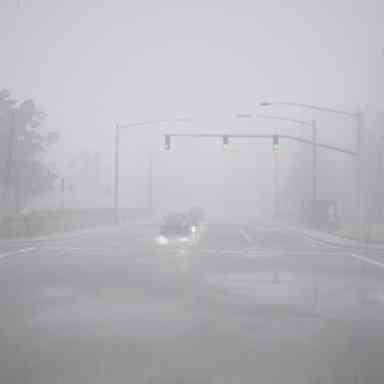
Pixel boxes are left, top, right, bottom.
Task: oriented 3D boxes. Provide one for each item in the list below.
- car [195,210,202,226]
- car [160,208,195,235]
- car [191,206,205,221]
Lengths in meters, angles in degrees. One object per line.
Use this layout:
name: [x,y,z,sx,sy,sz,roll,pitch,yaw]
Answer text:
car: [-0.322,3.037,36.883,1.994,1.385,4.181,0,-2,5]
car: [-1.196,2.402,26.472,2.097,1.767,4.553,0,-2,5]
car: [0.655,3.152,48.360,2.150,2.045,5.566,0,-1,5]
